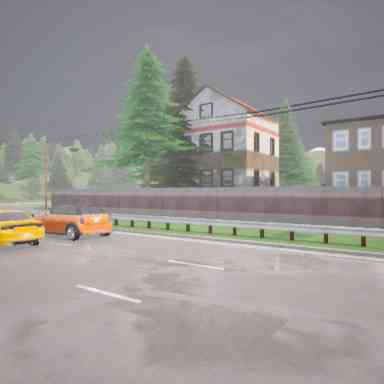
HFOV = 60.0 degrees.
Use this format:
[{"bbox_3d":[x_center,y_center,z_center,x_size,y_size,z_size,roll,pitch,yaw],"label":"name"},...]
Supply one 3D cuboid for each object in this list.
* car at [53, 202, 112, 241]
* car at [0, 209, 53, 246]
[{"bbox_3d":[-6.212,1.365,16.898,4.553,1.767,2.097,0,0,36],"label":"car"},{"bbox_3d":[-8.269,1.484,14.066,5.008,1.535,1.882,0,0,36],"label":"car"}]
